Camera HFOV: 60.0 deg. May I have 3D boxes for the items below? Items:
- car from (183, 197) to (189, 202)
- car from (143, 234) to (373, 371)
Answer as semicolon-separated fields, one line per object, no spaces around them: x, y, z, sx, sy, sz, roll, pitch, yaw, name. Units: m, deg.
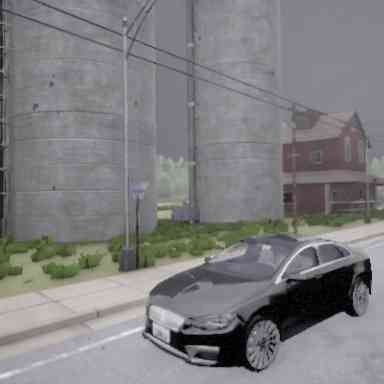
0.048;2.135;71.120;3.866;1.878;1.905;1;-6;2;car
1.464;1.562;5.916;4.902;1.511;2.128;0;-1;-40;car
